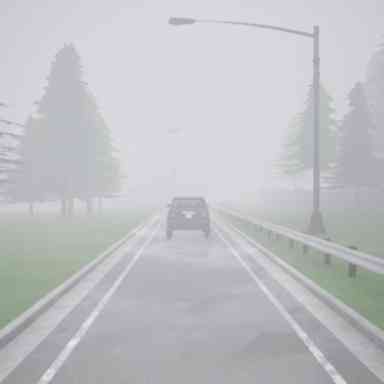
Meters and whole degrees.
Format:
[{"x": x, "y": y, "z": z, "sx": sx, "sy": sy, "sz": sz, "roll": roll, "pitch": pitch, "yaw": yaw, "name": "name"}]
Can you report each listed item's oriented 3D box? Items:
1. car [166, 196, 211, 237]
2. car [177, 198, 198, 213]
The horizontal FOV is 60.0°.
[{"x": -0.221, "y": 1.204, "z": 17.917, "sx": 2.150, "sy": 2.045, "sz": 5.566, "roll": 0, "pitch": 0, "yaw": -2, "name": "car"}, {"x": -0.424, "y": 1.456, "z": 36.884, "sx": 2.128, "sy": 1.511, "sz": 4.902, "roll": 0, "pitch": 0, "yaw": 2, "name": "car"}]
